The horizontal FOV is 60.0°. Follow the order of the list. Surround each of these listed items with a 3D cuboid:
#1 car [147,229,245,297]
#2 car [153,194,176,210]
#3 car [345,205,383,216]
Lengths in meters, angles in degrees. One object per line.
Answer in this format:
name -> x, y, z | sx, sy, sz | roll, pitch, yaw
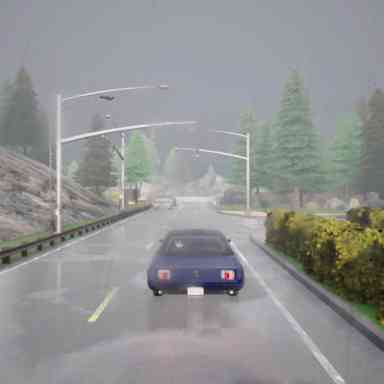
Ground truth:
car -> 0.078, 1.602, 8.552 | 1.895, 1.301, 4.718 | 0, 0, 0
car -> -3.614, 1.226, 42.653 | 2.150, 2.045, 5.566 | 0, 0, 0
car -> 15.479, 1.766, 27.804 | 4.718, 1.301, 1.895 | 0, 0, 0
